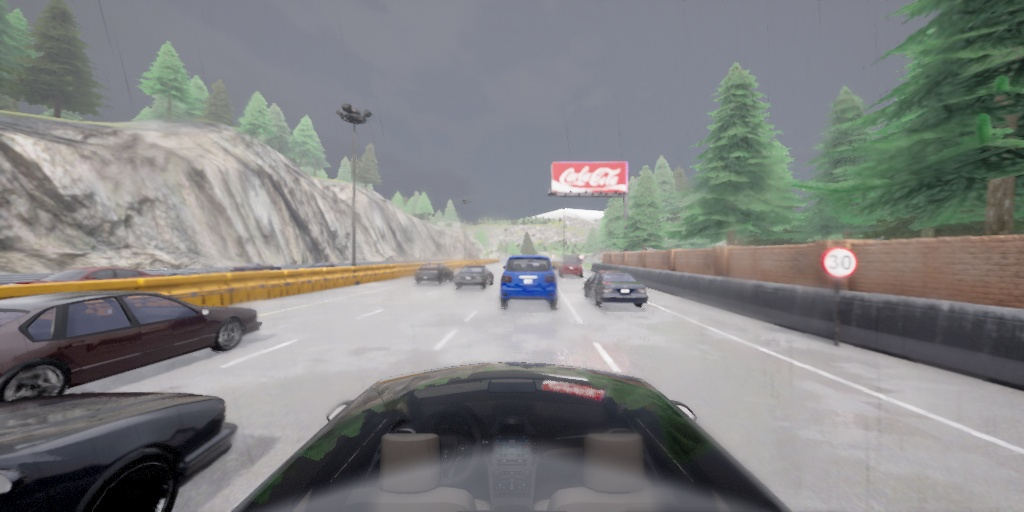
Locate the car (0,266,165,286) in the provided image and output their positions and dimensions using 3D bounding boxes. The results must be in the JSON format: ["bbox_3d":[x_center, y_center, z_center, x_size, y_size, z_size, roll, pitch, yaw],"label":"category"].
[{"bbox_3d":[-17.047,1.179,14.490,1.882,1.535,5.008,0,0,3],"label":"car"}]

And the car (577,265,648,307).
[{"bbox_3d":[4.258,1.312,15.488,2.033,1.411,5.357,0,0,4],"label":"car"}]

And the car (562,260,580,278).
[{"bbox_3d":[5.561,1.122,34.662,2.097,1.767,4.553,0,0,4],"label":"car"}]

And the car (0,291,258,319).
[{"bbox_3d":[-6.786,1.278,5.833,2.033,1.411,5.357,0,0,2],"label":"car"}]

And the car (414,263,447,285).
[{"bbox_3d":[-5.547,1.229,26.043,2.128,1.511,4.902,0,0,4],"label":"car"}]

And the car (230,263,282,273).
[{"bbox_3d":[-25.978,1.346,36.620,1.895,1.301,4.718,0,0,4],"label":"car"}]

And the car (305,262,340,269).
[{"bbox_3d":[-18.992,1.307,36.179,1.994,1.385,4.181,0,0,4],"label":"car"}]

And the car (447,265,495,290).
[{"bbox_3d":[-2.278,1.293,22.627,2.033,1.411,5.357,0,0,4],"label":"car"}]

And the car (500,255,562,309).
[{"bbox_3d":[0.743,0.976,15.206,2.150,2.045,5.566,0,0,4],"label":"car"}]

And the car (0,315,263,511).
[{"bbox_3d":[-3.361,1.288,0.691,2.033,1.411,5.357,0,0,0],"label":"car"}]
